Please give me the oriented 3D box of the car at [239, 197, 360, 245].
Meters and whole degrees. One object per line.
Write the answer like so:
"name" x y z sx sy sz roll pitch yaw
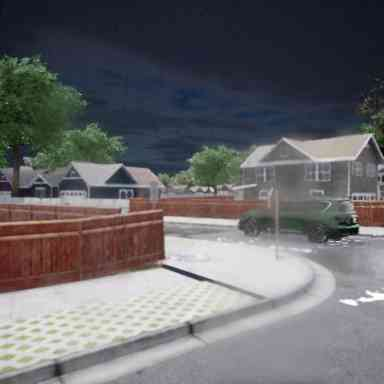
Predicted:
"car" 4.905 1.271 15.829 5.566 2.045 2.150 0 0 43
